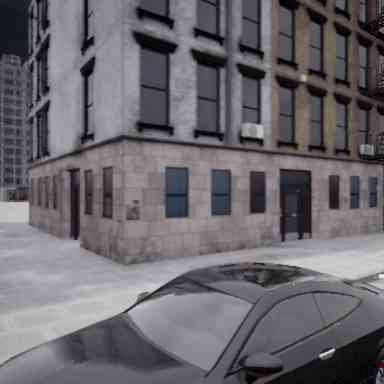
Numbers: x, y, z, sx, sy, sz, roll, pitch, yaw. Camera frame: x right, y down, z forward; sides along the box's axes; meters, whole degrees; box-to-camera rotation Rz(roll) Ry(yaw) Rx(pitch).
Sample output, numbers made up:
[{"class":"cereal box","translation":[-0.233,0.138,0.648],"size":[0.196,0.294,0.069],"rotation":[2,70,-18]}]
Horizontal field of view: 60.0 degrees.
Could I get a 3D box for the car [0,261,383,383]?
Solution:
[{"class":"car","translation":[0.424,1.537,3.366],"size":[4.674,1.442,1.812],"rotation":[1,0,-35]}]
